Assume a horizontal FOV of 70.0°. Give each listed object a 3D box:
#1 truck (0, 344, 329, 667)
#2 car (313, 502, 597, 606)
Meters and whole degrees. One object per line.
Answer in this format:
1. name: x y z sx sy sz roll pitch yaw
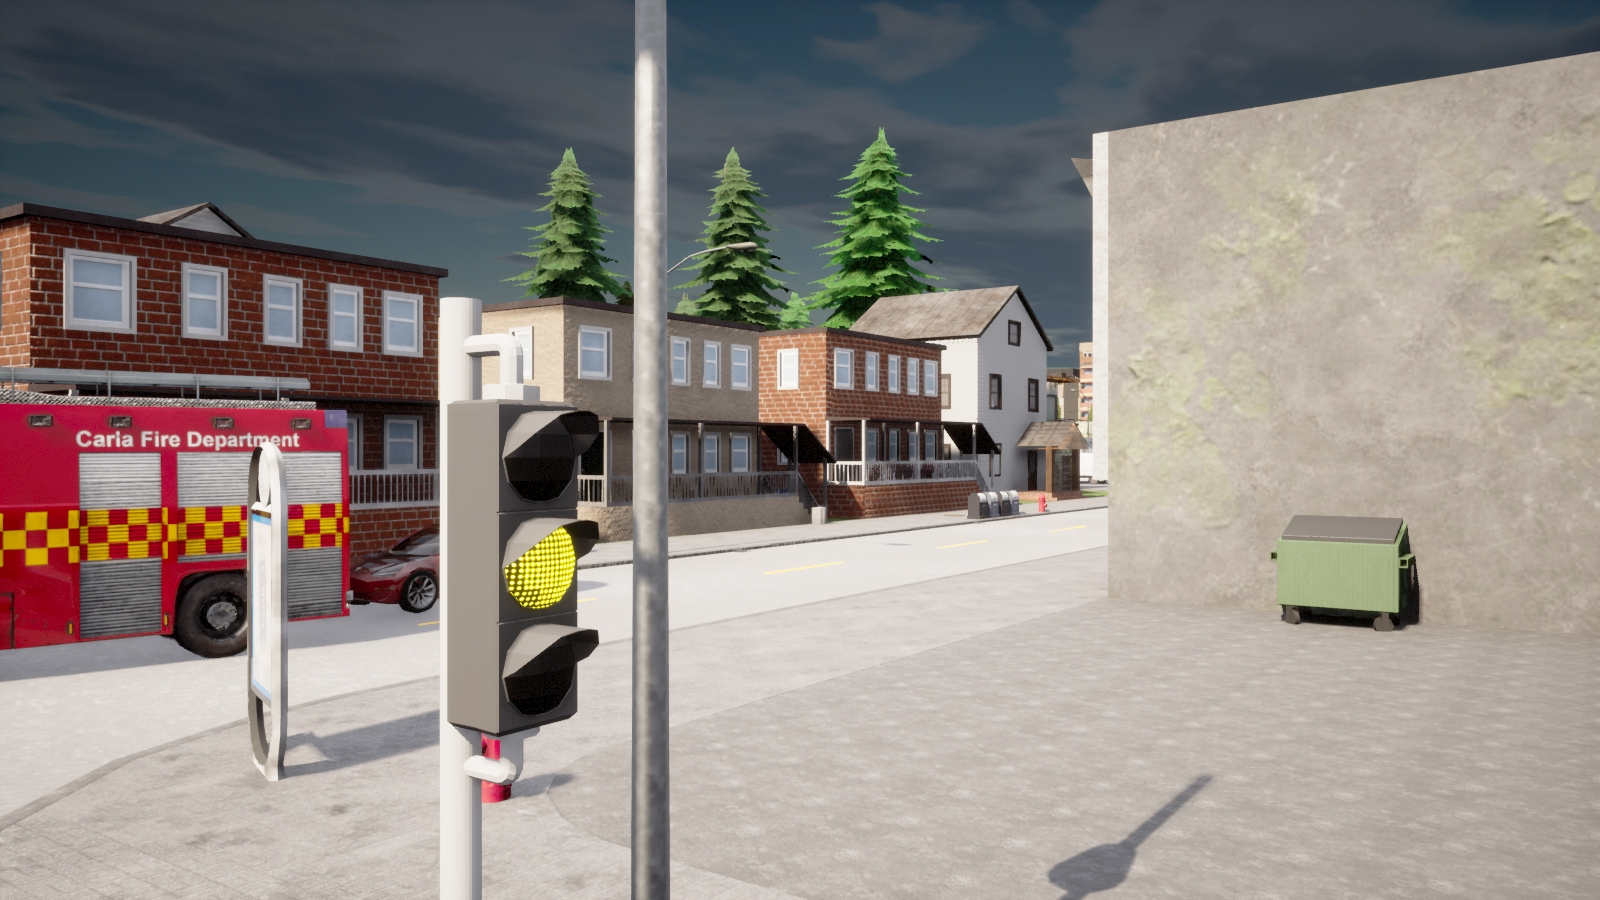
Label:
1. truck: -10.762 0.661 14.336 8.468 3.827 2.891 0 0 -42
2. car: -6.316 1.835 21.472 2.163 1.488 4.792 0 0 35
